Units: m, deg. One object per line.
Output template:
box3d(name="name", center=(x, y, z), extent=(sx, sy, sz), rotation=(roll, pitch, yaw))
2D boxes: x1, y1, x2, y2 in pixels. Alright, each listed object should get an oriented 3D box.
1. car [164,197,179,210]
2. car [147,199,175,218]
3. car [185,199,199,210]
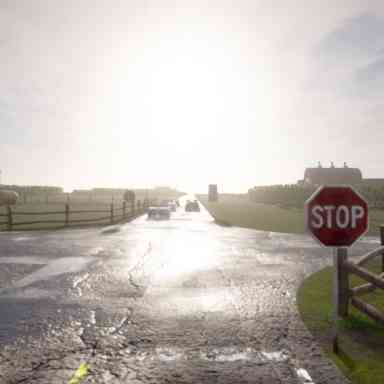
box3d(name="car", center=(-2.910, 1.525, 40.322), extent=(1.837, 1.490, 4.892), rotation=(0, 0, 0))
box3d(name="car", center=(-2.893, 1.615, 30.215), extent=(1.895, 1.301, 4.718), rotation=(0, 0, 0))
box3d(name="car", center=(0.030, 1.571, 44.066), extent=(2.033, 1.411, 5.357), rotation=(0, 0, 0))
